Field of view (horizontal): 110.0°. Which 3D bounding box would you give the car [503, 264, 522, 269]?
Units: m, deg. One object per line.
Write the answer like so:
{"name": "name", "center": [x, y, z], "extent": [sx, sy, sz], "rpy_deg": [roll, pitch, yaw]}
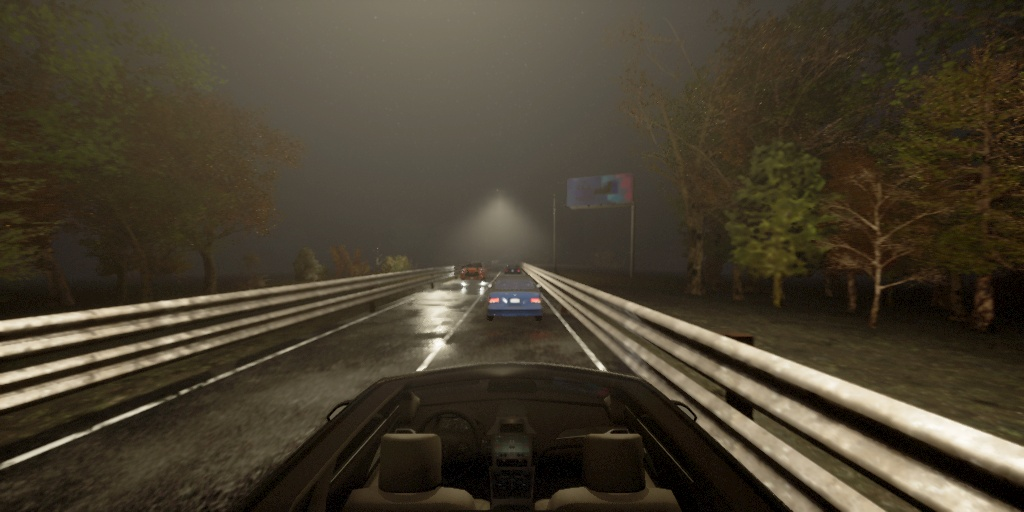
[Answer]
{"name": "car", "center": [0.062, 1.539, 38.157], "extent": [2.033, 1.411, 5.357], "rpy_deg": [0, 0, 0]}

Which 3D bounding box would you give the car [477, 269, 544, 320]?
{"name": "car", "center": [0.090, 1.372, 12.970], "extent": [2.033, 1.411, 5.357], "rpy_deg": [0, 0, 0]}

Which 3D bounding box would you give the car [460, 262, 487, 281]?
{"name": "car", "center": [-3.368, 1.305, 32.377], "extent": [2.097, 1.767, 4.553], "rpy_deg": [0, 0, 0]}
